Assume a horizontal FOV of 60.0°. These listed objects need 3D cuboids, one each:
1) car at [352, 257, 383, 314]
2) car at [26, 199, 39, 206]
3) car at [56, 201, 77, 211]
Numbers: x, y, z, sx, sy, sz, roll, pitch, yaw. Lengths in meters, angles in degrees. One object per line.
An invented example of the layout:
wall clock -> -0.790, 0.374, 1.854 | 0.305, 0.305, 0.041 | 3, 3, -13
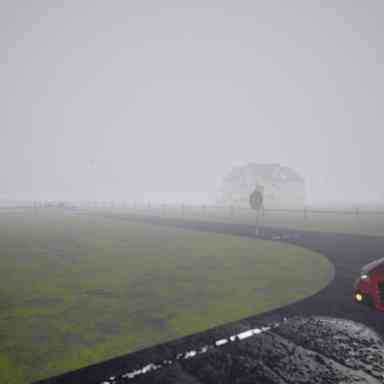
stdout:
car -> 5.011, 1.573, 6.530 | 4.181, 1.385, 1.994 | 0, 0, -36
car -> -38.785, 2.663, 81.764 | 1.994, 1.385, 4.181 | 2, -2, -36
car -> -18.910, 2.116, 49.870 | 2.033, 1.411, 5.357 | 2, -2, -36
